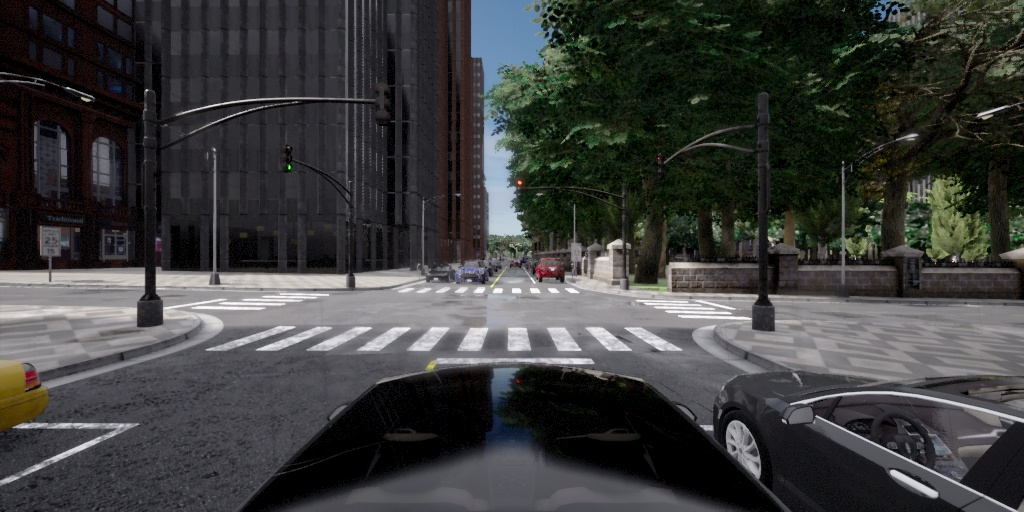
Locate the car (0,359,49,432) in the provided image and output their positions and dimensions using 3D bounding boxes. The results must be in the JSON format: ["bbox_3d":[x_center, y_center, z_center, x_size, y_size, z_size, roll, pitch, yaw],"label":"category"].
[{"bbox_3d":[-5.766,1.275,1.613,1.751,1.417,4.829,0,0,0],"label":"car"}]

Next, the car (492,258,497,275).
[{"bbox_3d":[-2.831,1.273,35.952,1.837,1.490,4.892,0,0,1],"label":"car"}]

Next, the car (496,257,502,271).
[{"bbox_3d":[-2.749,1.271,45.696,2.128,1.511,4.902,0,0,0],"label":"car"}]

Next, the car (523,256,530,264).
[{"bbox_3d":[3.186,1.230,55.670,1.967,1.591,4.097,0,0,0],"label":"car"}]

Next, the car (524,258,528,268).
[{"bbox_3d":[3.143,1.335,50.214,2.007,1.370,4.403,0,0,0],"label":"car"}]

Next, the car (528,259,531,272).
[{"bbox_3d":[3.057,1.338,39.301,1.948,1.339,4.313,0,0,0],"label":"car"}]

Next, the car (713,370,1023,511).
[{"bbox_3d":[2.760,1.300,1.725,2.007,1.370,4.403,0,0,0],"label":"car"}]

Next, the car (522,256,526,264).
[{"bbox_3d":[3.229,1.236,61.126,1.967,1.591,4.097,0,0,0],"label":"car"}]

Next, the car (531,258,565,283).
[{"bbox_3d":[2.971,1.075,28.389,2.192,1.841,5.009,0,0,0],"label":"car"}]

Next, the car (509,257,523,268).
[{"bbox_3d":[0.554,1.322,61.261,1.812,1.442,4.674,0,0,0],"label":"car"}]

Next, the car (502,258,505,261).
[{"bbox_3d":[-2.638,1.355,56.205,1.994,1.385,4.181,0,0,1],"label":"car"}]

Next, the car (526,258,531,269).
[{"bbox_3d":[3.100,1.329,44.757,2.007,1.370,4.403,0,0,0],"label":"car"}]

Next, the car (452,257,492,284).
[{"bbox_3d":[-2.904,1.111,26.850,2.097,1.767,4.553,0,0,0],"label":"car"}]

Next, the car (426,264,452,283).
[{"bbox_3d":[-5.554,1.326,28.447,1.948,1.339,4.313,0,0,0],"label":"car"}]
